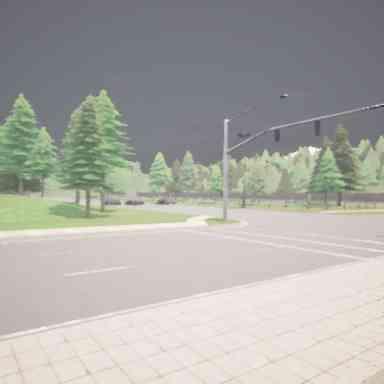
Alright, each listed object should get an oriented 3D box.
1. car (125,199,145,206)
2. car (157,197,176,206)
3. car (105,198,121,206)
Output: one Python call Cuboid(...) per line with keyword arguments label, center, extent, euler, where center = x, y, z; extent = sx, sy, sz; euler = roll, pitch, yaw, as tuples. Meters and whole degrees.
Cuboid(label="car", center=(-10.287, 1.892, 59.898), extent=(1.895, 1.301, 4.718), euler=(1, 0, -35))
Cuboid(label="car", center=(-4.908, 1.722, 64.479), extent=(2.097, 1.767, 4.553), euler=(1, 0, -34))
Cuboid(label="car", center=(-14.146, 1.816, 59.315), extent=(1.994, 1.385, 4.181), euler=(1, 0, -35))
